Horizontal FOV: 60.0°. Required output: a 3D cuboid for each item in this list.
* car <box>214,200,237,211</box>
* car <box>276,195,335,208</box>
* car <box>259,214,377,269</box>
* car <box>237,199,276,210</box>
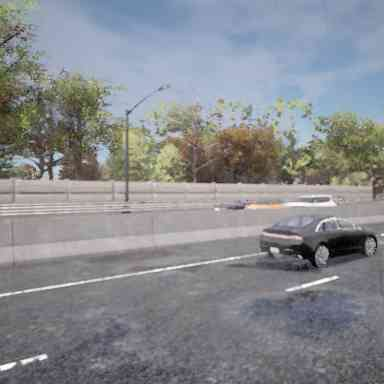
[{"bbox_3d":[4.341,1.576,33.110,4.902,1.511,2.128,0,0,-36],"label":"car"},{"bbox_3d":[10.102,1.288,28.639,5.566,2.045,2.150,0,0,-36],"label":"car"},{"bbox_3d":[4.409,1.514,11.287,4.902,1.511,2.128,0,0,-36],"label":"car"},{"bbox_3d":[6.771,1.427,30.550,4.553,1.767,2.097,0,0,-36],"label":"car"}]
